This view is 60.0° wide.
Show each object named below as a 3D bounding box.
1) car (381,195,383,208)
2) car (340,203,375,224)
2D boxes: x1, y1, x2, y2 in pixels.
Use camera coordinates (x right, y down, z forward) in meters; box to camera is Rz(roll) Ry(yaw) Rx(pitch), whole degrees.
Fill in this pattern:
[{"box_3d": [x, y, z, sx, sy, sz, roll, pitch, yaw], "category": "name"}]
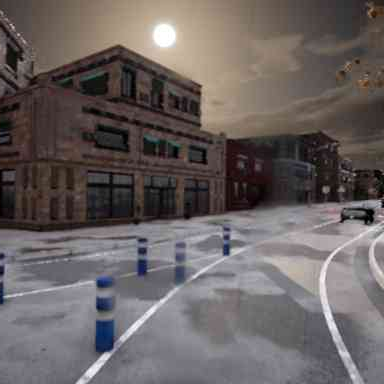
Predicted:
[{"box_3d": [27.788, 1.147, 46.211, 2.150, 2.045, 5.566, 0, 1, 36], "category": "car"}, {"box_3d": [12.669, 1.549, 25.362, 2.128, 1.511, 4.902, 0, 0, 36], "category": "car"}]
